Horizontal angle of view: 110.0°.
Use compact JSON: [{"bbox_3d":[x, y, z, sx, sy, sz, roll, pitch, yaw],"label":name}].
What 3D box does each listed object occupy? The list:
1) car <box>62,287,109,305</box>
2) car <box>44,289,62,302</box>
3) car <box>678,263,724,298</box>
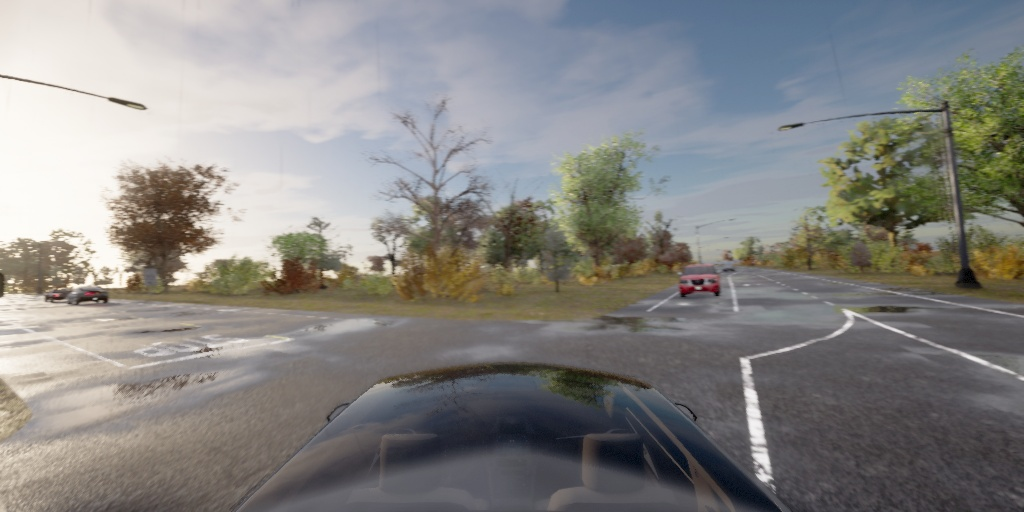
[{"bbox_3d":[-36.688,3.402,31.014,4.892,1.490,1.837,-3,-2,31],"label":"car"},{"bbox_3d":[-45.661,3.974,36.413,4.718,1.301,1.895,-3,-2,31],"label":"car"},{"bbox_3d":[12.192,1.539,23.218,2.150,2.045,5.566,-5,-3,31],"label":"car"}]
